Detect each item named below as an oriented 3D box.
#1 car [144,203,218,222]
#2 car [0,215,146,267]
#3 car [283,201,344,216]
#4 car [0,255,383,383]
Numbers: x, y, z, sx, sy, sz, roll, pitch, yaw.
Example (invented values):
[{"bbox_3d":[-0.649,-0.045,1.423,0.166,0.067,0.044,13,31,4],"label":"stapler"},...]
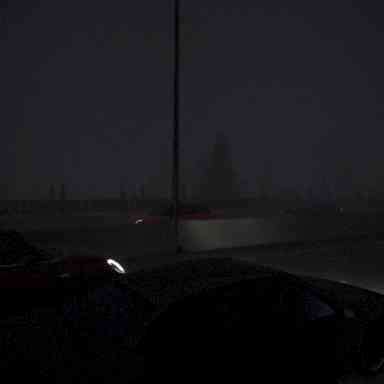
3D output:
[{"bbox_3d":[-0.989,1.311,15.475,4.553,1.767,2.097,0,0,-29],"label":"car"},{"bbox_3d":[-3.333,1.331,5.490,4.553,1.767,2.097,0,0,-35],"label":"car"},{"bbox_3d":[10.538,1.519,28.821,5.357,1.411,2.033,0,0,-21],"label":"car"},{"bbox_3d":[0.357,1.535,3.864,5.357,1.411,2.033,0,0,-33],"label":"car"}]
